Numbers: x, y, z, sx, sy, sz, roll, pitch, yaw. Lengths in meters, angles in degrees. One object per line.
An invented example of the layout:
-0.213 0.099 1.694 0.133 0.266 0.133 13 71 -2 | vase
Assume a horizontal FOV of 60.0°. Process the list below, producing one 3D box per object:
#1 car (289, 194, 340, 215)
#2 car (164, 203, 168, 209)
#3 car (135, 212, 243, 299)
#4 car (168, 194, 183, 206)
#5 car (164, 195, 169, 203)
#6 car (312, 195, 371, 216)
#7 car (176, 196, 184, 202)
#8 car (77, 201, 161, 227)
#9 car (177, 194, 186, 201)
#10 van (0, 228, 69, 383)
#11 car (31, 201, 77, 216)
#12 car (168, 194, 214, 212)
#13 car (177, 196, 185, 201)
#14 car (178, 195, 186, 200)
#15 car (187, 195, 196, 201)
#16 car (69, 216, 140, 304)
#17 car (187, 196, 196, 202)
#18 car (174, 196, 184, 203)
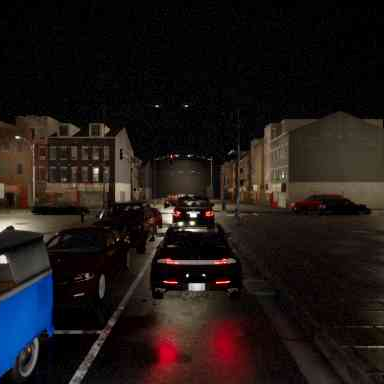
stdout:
12.789 1.238 33.864 5.566 2.045 2.150 0 0 0 | car
-2.672 1.546 19.071 1.887 1.381 4.507 0 0 0 | car
0.086 1.491 8.400 2.128 1.511 4.902 0 0 0 | car
-2.731 1.345 56.335 2.192 1.841 5.009 0 0 0 | car
-2.714 1.333 45.481 2.192 1.841 5.009 0 0 0 | car
14.054 1.390 30.914 4.553 1.767 2.097 0 0 0 | car
-2.763 1.589 77.872 1.752 1.417 4.829 0 0 0 | car
-2.665 1.315 13.637 2.192 1.841 5.009 0 0 0 | car
-2.782 1.400 88.896 2.192 1.841 5.009 0 0 0 | car
-2.648 1.341 2.769 1.690 1.788 3.998 0 0 0 | van
-11.949 1.557 30.919 5.357 1.411 2.033 0 0 0 | car
0.071 1.223 18.593 2.150 2.045 5.566 0 0 0 | car
-2.771 1.640 83.469 1.947 1.339 4.313 0 0 0 | car
-2.789 1.536 94.323 1.967 1.590 4.097 0 0 0 | car
-0.132 1.437 86.201 2.128 1.511 4.902 0 0 0 | car
-2.655 1.544 8.203 1.887 1.381 4.507 0 0 0 | car
-0.117 1.649 76.229 1.895 1.301 4.718 0 0 0 | car
-2.755 1.605 72.615 2.008 1.369 4.403 0 0 0 | car
